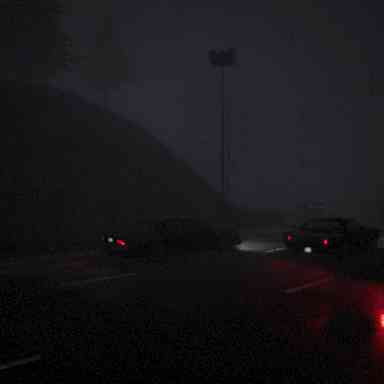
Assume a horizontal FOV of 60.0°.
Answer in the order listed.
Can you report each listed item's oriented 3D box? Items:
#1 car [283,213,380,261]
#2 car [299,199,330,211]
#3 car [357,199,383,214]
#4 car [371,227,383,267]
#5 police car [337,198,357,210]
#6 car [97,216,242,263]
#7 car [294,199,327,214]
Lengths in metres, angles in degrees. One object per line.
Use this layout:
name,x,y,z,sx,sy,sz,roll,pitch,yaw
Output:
car,5.482,1.650,12.697,4.718,1.301,1.895,0,0,-44
car,16.070,1.688,43.966,1.812,1.442,4.674,1,0,-8
car,19.673,1.630,34.971,1.882,1.535,5.008,1,0,4
car,6.944,1.572,9.399,4.674,1.442,1.812,0,0,-43
police car,22.696,1.619,47.561,1.930,1.638,5.238,1,-1,-11
car,-0.609,1.575,12.047,5.357,1.411,2.033,0,0,-38
car,13.200,1.685,37.685,2.033,1.411,5.357,0,0,0
